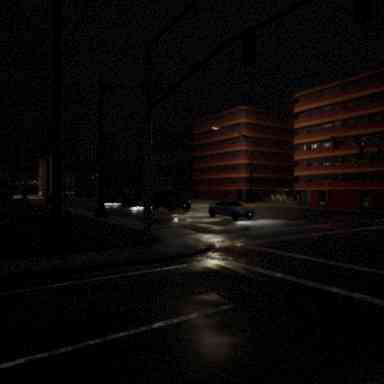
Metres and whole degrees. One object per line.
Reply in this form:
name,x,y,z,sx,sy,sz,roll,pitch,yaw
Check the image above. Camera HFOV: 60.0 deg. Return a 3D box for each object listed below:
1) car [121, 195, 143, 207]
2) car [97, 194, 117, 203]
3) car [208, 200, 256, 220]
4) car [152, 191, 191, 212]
car,-7.636,1.148,43.228,1.994,1.385,4.181,0,1,-34
car,-13.071,0.978,51.224,1.994,1.385,4.181,0,1,-34
car,3.152,1.414,27.387,1.812,1.442,4.674,0,1,-34
car,-2.303,0.971,35.404,2.150,2.045,5.566,0,1,-35
